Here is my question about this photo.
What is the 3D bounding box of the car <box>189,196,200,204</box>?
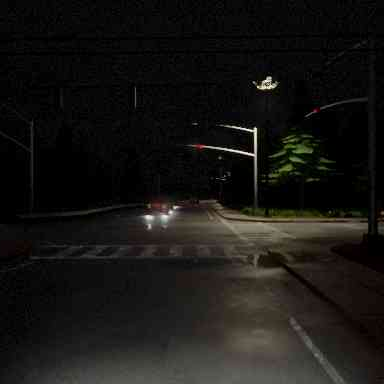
[{"bbox_3d":[0.387,1.689,65.381,1.812,1.442,4.674,0,0,2],"label":"car"}]

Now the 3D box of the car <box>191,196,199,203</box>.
[{"bbox_3d":[0.718,1.629,75.688,1.837,1.490,4.892,0,0,2],"label":"car"}]

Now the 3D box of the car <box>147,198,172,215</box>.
[{"bbox_3d":[-3.575,1.462,35.650,2.097,1.767,4.553,0,0,0],"label":"car"}]

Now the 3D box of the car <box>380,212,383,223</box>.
[{"bbox_3d":[15.168,1.484,22.040,5.008,1.535,1.882,0,0,1],"label":"car"}]

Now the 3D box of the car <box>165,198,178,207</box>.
[{"bbox_3d":[-3.441,1.727,57.053,1.994,1.385,4.181,0,0,1],"label":"car"}]

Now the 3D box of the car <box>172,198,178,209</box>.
[{"bbox_3d":[-3.547,1.630,46.753,2.128,1.511,4.902,0,0,0],"label":"car"}]
